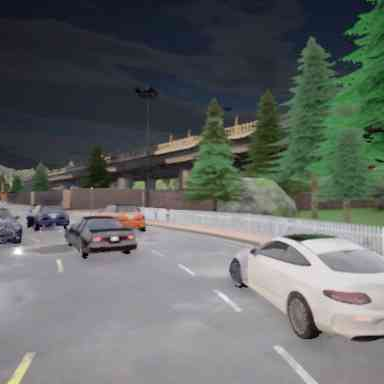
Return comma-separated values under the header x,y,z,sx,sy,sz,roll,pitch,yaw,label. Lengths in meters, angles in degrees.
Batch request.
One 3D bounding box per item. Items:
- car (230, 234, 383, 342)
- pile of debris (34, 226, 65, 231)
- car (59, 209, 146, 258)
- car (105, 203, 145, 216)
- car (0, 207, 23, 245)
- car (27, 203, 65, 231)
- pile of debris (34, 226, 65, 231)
x,y,z,sx,sy,sz,roll,pitch,yaw,label
2.256,1.554,6.587,1.812,1.442,4.674,0,0,-12,car
-9.366,2.389,21.887,1.500,0.140,1.860,0,0,-36,pile of debris
-3.850,1.666,13.519,2.033,1.411,5.357,0,0,-29,car
-4.646,1.526,20.994,2.097,1.767,4.553,0,0,-32,car
-9.470,1.526,15.865,2.097,1.767,4.553,0,0,-34,car
-9.787,1.573,22.514,2.097,1.767,4.553,0,0,-33,car
-9.366,2.389,21.887,1.500,0.140,1.860,0,0,-36,pile of debris
